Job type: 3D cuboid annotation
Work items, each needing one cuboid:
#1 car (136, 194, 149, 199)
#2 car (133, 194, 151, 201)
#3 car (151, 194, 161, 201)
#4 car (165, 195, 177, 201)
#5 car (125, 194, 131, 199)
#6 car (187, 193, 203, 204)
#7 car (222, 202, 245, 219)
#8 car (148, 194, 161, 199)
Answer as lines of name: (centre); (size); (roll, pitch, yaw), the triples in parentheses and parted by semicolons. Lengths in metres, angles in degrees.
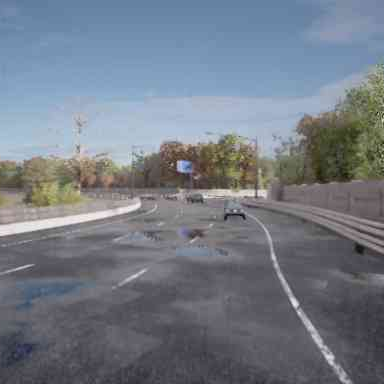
car: (-13.616, 1.334, 92.033); (1.895, 1.301, 4.718); (1, 0, -30)
car: (-12.598, 1.342, 82.281); (1.882, 1.535, 5.008); (1, 0, -26)
car: (-9.470, 1.433, 83.867); (2.128, 1.511, 4.902); (1, 0, -26)
car: (-5.154, 1.484, 82.819); (1.812, 1.442, 4.674); (1, 0, -23)
car: (-16.867, 1.235, 90.673); (1.837, 1.490, 4.892); (1, 0, -30)
car: (0.580, 1.248, 65.583); (2.150, 2.045, 5.566); (1, 0, -14)
car: (3.712, 1.598, 29.878); (2.033, 1.411, 5.357); (1, 0, 4)
car: (-10.538, 1.252, 93.702); (1.882, 1.535, 5.008); (1, 0, -30)
